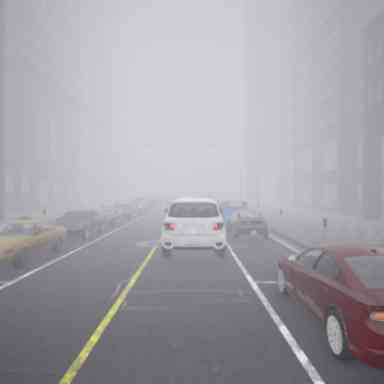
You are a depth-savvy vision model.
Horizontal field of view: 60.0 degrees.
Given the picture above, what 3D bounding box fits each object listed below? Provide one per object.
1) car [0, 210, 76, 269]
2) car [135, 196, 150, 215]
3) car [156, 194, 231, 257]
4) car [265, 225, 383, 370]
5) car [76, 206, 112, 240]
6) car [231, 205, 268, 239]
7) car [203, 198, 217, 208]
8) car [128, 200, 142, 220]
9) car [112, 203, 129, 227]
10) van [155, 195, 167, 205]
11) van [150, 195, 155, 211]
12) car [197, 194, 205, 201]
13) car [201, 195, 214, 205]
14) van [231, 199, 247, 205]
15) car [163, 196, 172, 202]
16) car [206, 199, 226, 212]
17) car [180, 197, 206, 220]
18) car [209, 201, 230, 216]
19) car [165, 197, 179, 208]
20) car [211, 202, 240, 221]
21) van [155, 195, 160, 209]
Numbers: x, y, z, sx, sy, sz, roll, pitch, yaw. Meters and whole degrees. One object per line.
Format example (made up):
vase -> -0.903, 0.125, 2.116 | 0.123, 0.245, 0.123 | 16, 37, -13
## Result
car -> -5.762, 1.538, 11.242 | 1.752, 1.417, 4.829 | 0, 0, 0
car -> -5.759, 1.488, 33.959 | 1.967, 1.590, 4.097 | 0, 0, 0
car -> 0.067, 1.238, 13.064 | 2.150, 2.045, 5.566 | 0, 0, 0
car -> 2.762, 1.551, 5.792 | 1.887, 1.381, 4.507 | 0, 0, 0
car -> -5.761, 1.586, 17.048 | 1.947, 1.339, 4.313 | 0, 0, 0
car -> 2.764, 1.571, 17.064 | 2.008, 1.369, 4.403 | 0, 0, 0
car -> 2.769, 1.627, 50.882 | 1.887, 1.381, 4.507 | 0, 0, 0
car -> -5.760, 1.604, 28.322 | 1.947, 1.339, 4.313 | 0, 0, 0
car -> -5.760, 1.611, 22.685 | 1.802, 1.307, 4.206 | 0, 0, 0
van -> -5.755, 1.448, 62.141 | 1.690, 1.788, 3.998 | 0, 0, 0
van -> -5.759, 1.400, 39.596 | 1.690, 1.788, 3.998 | 0, 0, 0
car -> 2.401, 1.539, 91.620 | 2.097, 1.767, 4.553 | 0, 0, 0
car -> 2.769, 1.422, 62.154 | 2.192, 1.841, 5.009 | 0, 0, 0
van -> 2.764, 1.370, 22.701 | 1.690, 1.788, 3.998 | 0, 0, 0
car -> -5.753, 1.695, 79.051 | 1.887, 1.381, 4.507 | 0, 0, 0
car -> 2.767, 1.610, 39.610 | 2.008, 1.369, 4.403 | 0, 0, 0
car -> 0.075, 1.390, 28.976 | 2.097, 1.767, 4.553 | 0, 0, 0
car -> 2.766, 1.630, 33.973 | 1.802, 1.307, 4.206 | 0, 0, 0
car -> -3.071, 1.561, 51.711 | 1.882, 1.535, 5.008 | 0, 0, 0
car -> 2.765, 1.589, 28.337 | 2.008, 1.369, 4.403 | 0, 0, 0
van -> -5.758, 1.411, 45.232 | 1.690, 1.788, 3.998 | 0, 0, 0
